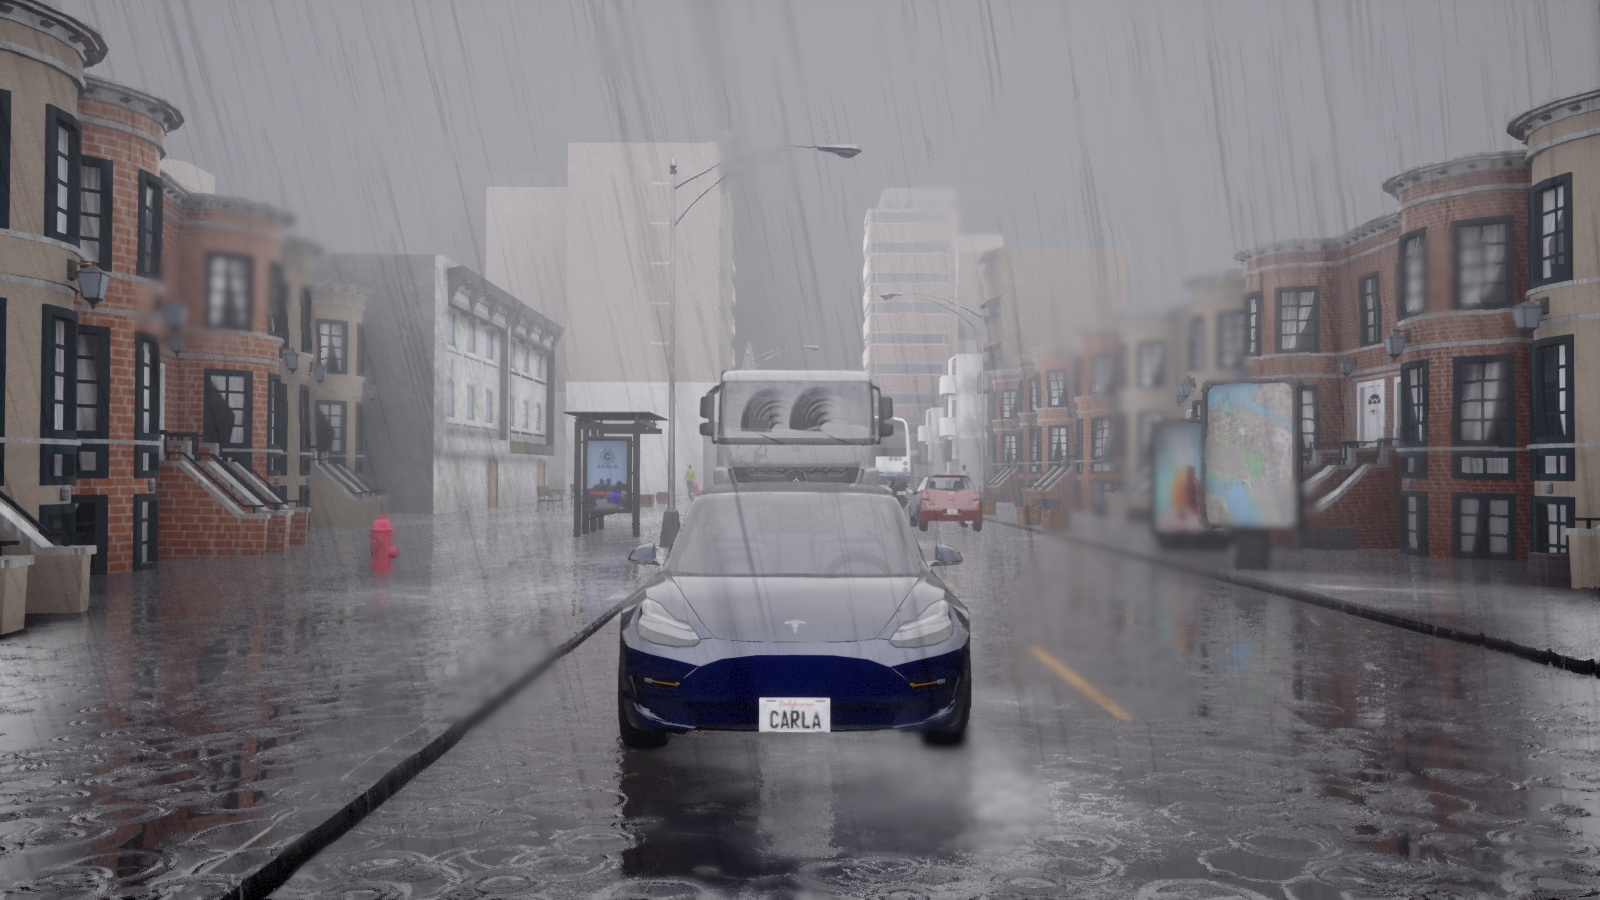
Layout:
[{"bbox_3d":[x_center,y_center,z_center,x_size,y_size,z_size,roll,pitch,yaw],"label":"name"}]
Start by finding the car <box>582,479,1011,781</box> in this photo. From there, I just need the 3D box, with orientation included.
[{"bbox_3d":[-0.024,0.961,8.751,2.163,1.488,4.792,0,-1,0],"label":"car"}]

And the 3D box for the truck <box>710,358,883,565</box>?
[{"bbox_3d":[-0.072,0.253,25.082,2.891,3.462,7.936,0,-1,0],"label":"truck"}]

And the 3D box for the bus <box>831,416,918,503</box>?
[{"bbox_3d":[3.793,0.541,66.756,3.944,4.253,10.273,0,-1,0],"label":"bus"}]

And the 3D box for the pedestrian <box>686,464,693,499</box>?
[{"bbox_3d":[-5.784,1.652,65.944,0.354,1.836,0.706,0,-1,-4],"label":"pedestrian"}]

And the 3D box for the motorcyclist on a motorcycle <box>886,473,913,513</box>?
[{"bbox_3d":[3.869,1.653,48.864,0.866,1.530,2.191,0,-1,0],"label":"motorcyclist on a motorcycle"}]

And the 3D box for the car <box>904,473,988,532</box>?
[{"bbox_3d":[3.909,1.384,34.115,1.845,1.501,3.633,0,-1,0],"label":"car"}]
